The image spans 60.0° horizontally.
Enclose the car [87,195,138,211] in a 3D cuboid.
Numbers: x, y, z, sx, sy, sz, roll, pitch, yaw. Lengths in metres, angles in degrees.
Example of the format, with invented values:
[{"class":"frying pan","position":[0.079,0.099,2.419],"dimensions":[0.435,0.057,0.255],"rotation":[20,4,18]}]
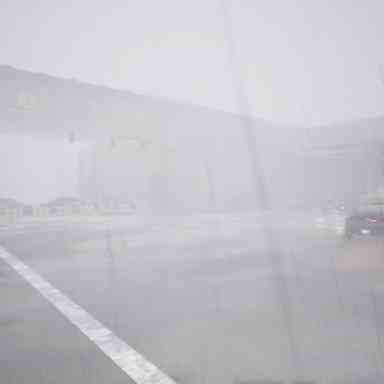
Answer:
[{"class":"car","position":[-8.097,1.118,34.440],"dimensions":[4.974,1.542,2.038],"rotation":[0,1,-9]}]

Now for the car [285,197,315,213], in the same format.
[{"class":"car","position":[10.771,1.175,31.122],"dimensions":[4.718,1.301,1.895],"rotation":[-1,1,-39]}]

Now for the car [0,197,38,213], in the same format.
[{"class":"car","position":[-15.548,1.081,27.707],"dimensions":[4.536,1.218,1.853],"rotation":[0,1,6]}]

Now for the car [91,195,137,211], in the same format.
[{"class":"car","position":[-8.149,0.961,34.430],"dimensions":[4.536,1.218,1.853],"rotation":[0,1,-9]}]

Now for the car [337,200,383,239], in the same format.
[{"class":"car","position":[8.314,1.266,14.864],"dimensions":[1.837,1.490,4.892],"rotation":[-1,0,40]}]

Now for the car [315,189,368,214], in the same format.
[{"class":"car","position":[13.387,0.804,28.743],"dimensions":[5.566,2.045,2.150],"rotation":[-1,1,-39]}]

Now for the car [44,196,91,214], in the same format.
[{"class":"car","position":[-11.858,1.184,30.532],"dimensions":[2.038,1.542,4.974],"rotation":[0,1,16]}]

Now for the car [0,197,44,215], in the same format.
[{"class":"car","position":[-15.496,1.238,27.703],"dimensions":[4.974,1.542,2.038],"rotation":[0,1,6]}]

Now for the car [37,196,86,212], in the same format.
[{"class":"car","position":[-11.845,1.026,30.580],"dimensions":[1.853,1.218,4.536],"rotation":[0,1,16]}]
